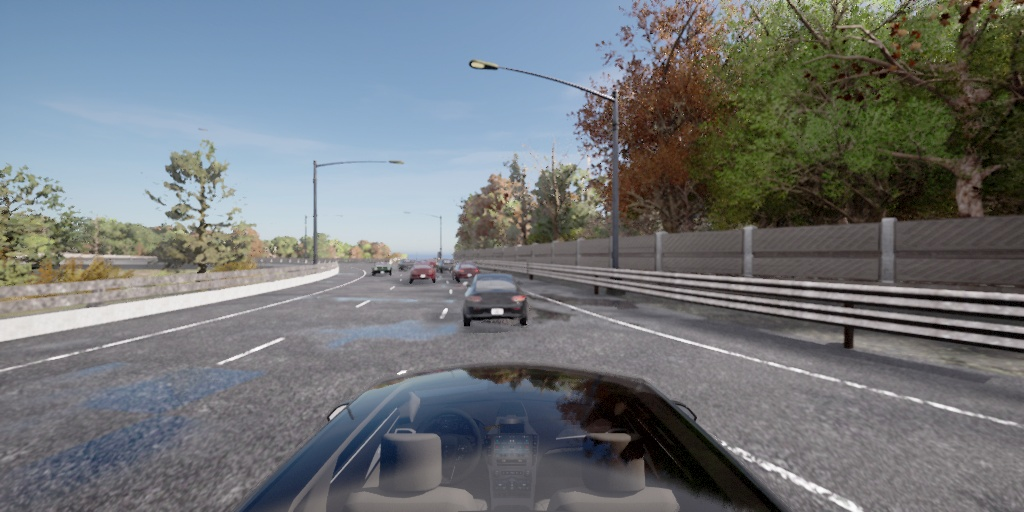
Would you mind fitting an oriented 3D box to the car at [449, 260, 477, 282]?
[{"bbox_3d":[-3.675,1.226,28.476,1.812,1.442,4.674,0,0,-14],"label":"car"}]

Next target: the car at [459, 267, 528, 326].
[{"bbox_3d":[-0.593,1.257,11.535,1.812,1.442,4.674,0,0,-5],"label":"car"}]

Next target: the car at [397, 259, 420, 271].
[{"bbox_3d":[-14.128,1.160,47.863,2.128,1.511,4.902,0,0,-25],"label":"car"}]

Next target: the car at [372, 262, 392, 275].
[{"bbox_3d":[-13.450,1.289,37.261,1.895,1.301,4.718,0,0,-19],"label":"car"}]

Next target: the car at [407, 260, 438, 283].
[{"bbox_3d":[-6.858,1.230,27.478,1.812,1.442,4.674,0,0,-15],"label":"car"}]

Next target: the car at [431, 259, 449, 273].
[{"bbox_3d":[-7.613,1.170,41.391,2.128,1.511,4.902,0,0,-20],"label":"car"}]
